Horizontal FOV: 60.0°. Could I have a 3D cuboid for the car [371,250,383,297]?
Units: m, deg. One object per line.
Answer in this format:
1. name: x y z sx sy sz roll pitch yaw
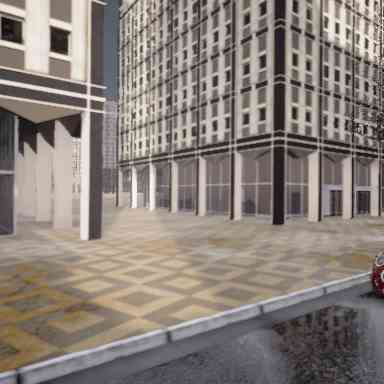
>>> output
1. car: 5.908 1.352 7.250 4.553 1.767 2.097 0 0 -35
